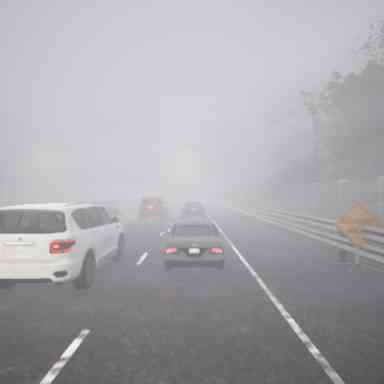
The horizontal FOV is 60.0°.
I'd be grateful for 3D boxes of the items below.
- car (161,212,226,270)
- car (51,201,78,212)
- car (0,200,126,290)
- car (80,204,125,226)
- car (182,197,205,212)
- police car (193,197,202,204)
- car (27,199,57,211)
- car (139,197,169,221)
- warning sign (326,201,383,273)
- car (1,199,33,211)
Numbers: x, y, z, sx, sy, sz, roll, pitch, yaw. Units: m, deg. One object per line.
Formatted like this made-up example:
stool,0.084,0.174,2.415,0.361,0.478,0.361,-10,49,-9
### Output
car,0.076,1.628,11.335,2.033,1.411,5.357,0,0,0
car,-17.545,1.958,46.068,1.895,1.301,4.718,0,0,0
car,-3.445,1.290,9.416,2.150,2.045,5.566,0,0,1
car,-6.913,1.742,26.370,2.033,1.411,5.357,0,0,0
car,0.111,1.585,30.981,2.097,1.767,4.553,0,0,0
police car,1.296,2.076,79.289,1.930,1.638,5.238,0,-1,0
car,-21.037,1.841,46.896,1.882,1.535,5.008,0,-1,0
car,-3.389,1.446,30.169,2.150,2.045,5.566,0,-1,0
warning sign,4.556,1.180,9.181,1.300,1.860,1.060,0,-1,0
car,-24.536,1.841,46.887,1.882,1.535,5.008,0,-1,0
